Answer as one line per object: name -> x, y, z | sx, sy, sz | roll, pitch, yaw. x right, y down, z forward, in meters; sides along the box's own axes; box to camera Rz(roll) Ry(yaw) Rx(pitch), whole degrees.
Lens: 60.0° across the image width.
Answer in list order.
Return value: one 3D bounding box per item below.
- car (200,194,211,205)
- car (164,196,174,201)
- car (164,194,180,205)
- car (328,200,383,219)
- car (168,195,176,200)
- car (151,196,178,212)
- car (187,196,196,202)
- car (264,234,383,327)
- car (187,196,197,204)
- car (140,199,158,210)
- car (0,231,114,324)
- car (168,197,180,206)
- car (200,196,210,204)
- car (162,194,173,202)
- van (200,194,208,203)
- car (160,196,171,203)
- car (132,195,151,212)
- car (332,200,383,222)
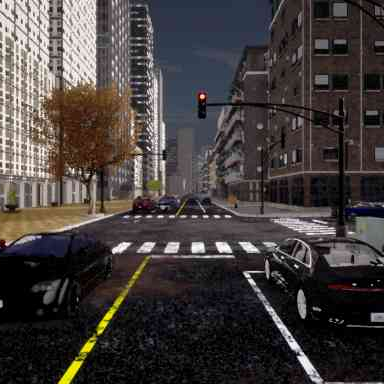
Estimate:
car -> 2.637, 1.610, 61.404 | 1.947, 1.339, 4.313 | 0, 0, 0
car -> -5.763, 1.632, 83.489 | 2.008, 1.369, 4.403 | 0, 0, 0
car -> -3.137, 1.382, 48.364 | 2.097, 1.767, 4.553 | 0, 0, 0
car -> 13.403, 1.350, 26.340 | 4.403, 1.369, 2.008 | -1, 1, -1
car -> -5.772, 1.654, 94.535 | 2.008, 1.369, 4.403 | 0, 0, 0
car -> -3.133, 1.512, 38.486 | 2.128, 1.511, 4.902 | 0, 0, 0
car -> -0.067, 1.625, 78.919 | 1.994, 1.385, 4.181 | 0, 0, 0
car -> 2.682, 1.551, 6.925 | 2.008, 1.369, 4.403 | 0, 0, 0
car -> 0.048, 1.614, 65.348 | 1.994, 1.385, 4.181 | 0, 0, -1
car -> -5.730, 1.592, 44.829 | 1.947, 1.339, 4.313 | 0, 0, 0
car -> -3.071, 1.565, 7.185 | 1.994, 1.385, 4.181 | 0, 0, 1
car -> -3.130, 1.642, 58.435 | 1.895, 1.301, 4.718 | 0, 0, 0
car -> 2.632, 1.578, 67.097 | 1.752, 1.417, 4.829 | 0, 0, 0
car -> -5.758, 1.385, 77.966 | 2.192, 1.841, 5.009 | 0, 0, 0
van -> 2.627, 1.402, 72.451 | 1.690, 1.788, 3.998 | 0, 0, 0
car -> -5.753, 1.627, 72.444 | 1.947, 1.339, 4.313 | 0, 0, 0
car -> -5.726, 1.336, 39.306 | 2.192, 1.841, 5.009 | 0, 0, 0
car -> 12.624, 1.411, 23.816 | 4.718, 1.301, 1.895 | -1, 0, 1
